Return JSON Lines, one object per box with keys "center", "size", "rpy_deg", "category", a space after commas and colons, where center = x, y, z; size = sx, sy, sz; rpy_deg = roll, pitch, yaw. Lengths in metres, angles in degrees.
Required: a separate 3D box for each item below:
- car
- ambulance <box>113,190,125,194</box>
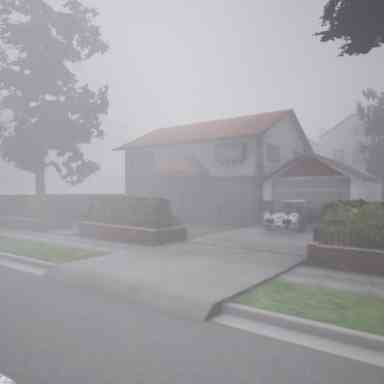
{"center": [5.032, 1.155, 16.729], "size": [1.970, 1.475, 3.806], "rpy_deg": [0, 0, 36], "category": "car"}
{"center": [-13.152, 0.913, 62.216], "size": [2.351, 2.431, 6.366], "rpy_deg": [0, 0, 36], "category": "ambulance"}
